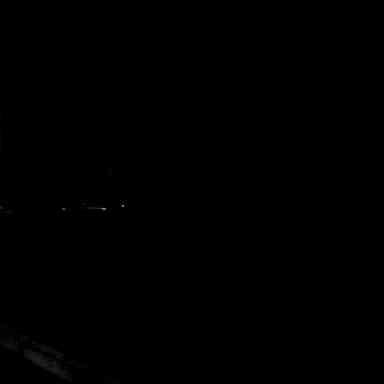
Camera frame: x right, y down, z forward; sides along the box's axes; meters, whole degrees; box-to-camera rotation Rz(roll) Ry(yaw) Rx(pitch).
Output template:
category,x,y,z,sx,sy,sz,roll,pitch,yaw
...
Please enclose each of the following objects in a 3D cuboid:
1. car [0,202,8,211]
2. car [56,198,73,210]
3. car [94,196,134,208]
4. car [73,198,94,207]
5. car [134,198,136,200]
category,x,y,z,sx,sy,sz,roll,pitch,yaw
car,-22.204,1.562,40.674,1.994,1.385,4.181,0,0,38
car,-17.839,1.542,40.508,2.033,1.411,5.357,0,0,39
car,-11.300,1.438,48.632,1.837,1.490,4.892,0,1,39
car,-16.404,1.511,47.878,2.033,1.411,5.357,0,0,39
car,-10.145,1.425,55.654,1.994,1.385,4.181,0,1,38
